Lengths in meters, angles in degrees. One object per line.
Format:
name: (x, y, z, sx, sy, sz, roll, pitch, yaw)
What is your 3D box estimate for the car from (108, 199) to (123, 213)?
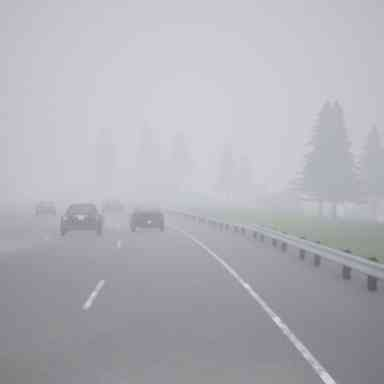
car: (-9.090, 1.539, 37.575, 2.128, 1.511, 4.902, 0, 0, -25)

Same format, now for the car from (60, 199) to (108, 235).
car: (-6.169, 1.379, 19.196, 2.097, 1.767, 4.553, 0, 0, -13)

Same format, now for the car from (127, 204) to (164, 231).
car: (-2.949, 1.500, 20.814, 1.882, 1.535, 5.008, 0, 0, -13)

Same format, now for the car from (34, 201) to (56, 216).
car: (-14.793, 1.603, 33.561, 2.033, 1.411, 5.357, 0, 0, -25)
